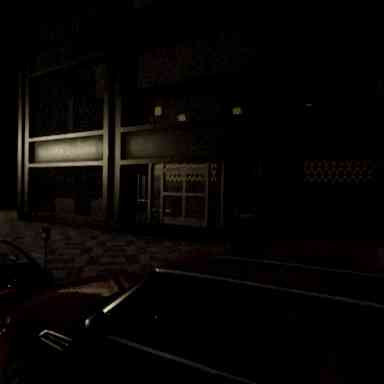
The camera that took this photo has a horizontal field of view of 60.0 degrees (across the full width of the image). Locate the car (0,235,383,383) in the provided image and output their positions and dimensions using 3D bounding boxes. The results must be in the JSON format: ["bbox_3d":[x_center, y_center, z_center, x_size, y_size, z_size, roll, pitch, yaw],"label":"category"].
[{"bbox_3d":[0.552,1.294,2.544,5.009,1.841,2.192,2,1,33],"label":"car"}]
